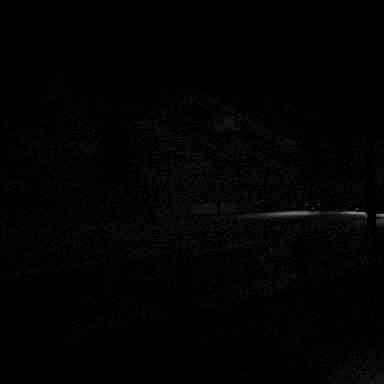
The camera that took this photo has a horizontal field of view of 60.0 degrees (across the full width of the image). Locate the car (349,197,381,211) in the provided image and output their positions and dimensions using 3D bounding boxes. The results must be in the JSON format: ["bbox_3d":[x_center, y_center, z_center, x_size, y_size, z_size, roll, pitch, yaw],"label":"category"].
[{"bbox_3d":[18.450,1.262,34.315,5.357,1.411,2.033,-1,1,-35],"label":"car"}]

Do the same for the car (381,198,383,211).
[{"bbox_3d":[20.483,1.262,31.466,5.357,1.411,2.033,-1,1,-35],"label":"car"}]

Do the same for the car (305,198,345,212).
[{"bbox_3d":[14.228,1.357,35.620,4.718,1.301,1.895,-1,1,-35],"label":"car"}]
